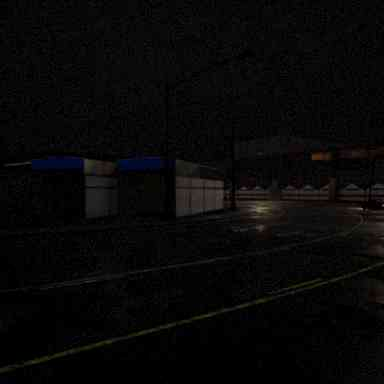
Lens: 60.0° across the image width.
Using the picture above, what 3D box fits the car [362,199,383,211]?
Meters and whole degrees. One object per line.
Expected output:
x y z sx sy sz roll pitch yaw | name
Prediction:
23.081 1.588 41.748 1.994 1.385 4.181 0 0 5 | car
